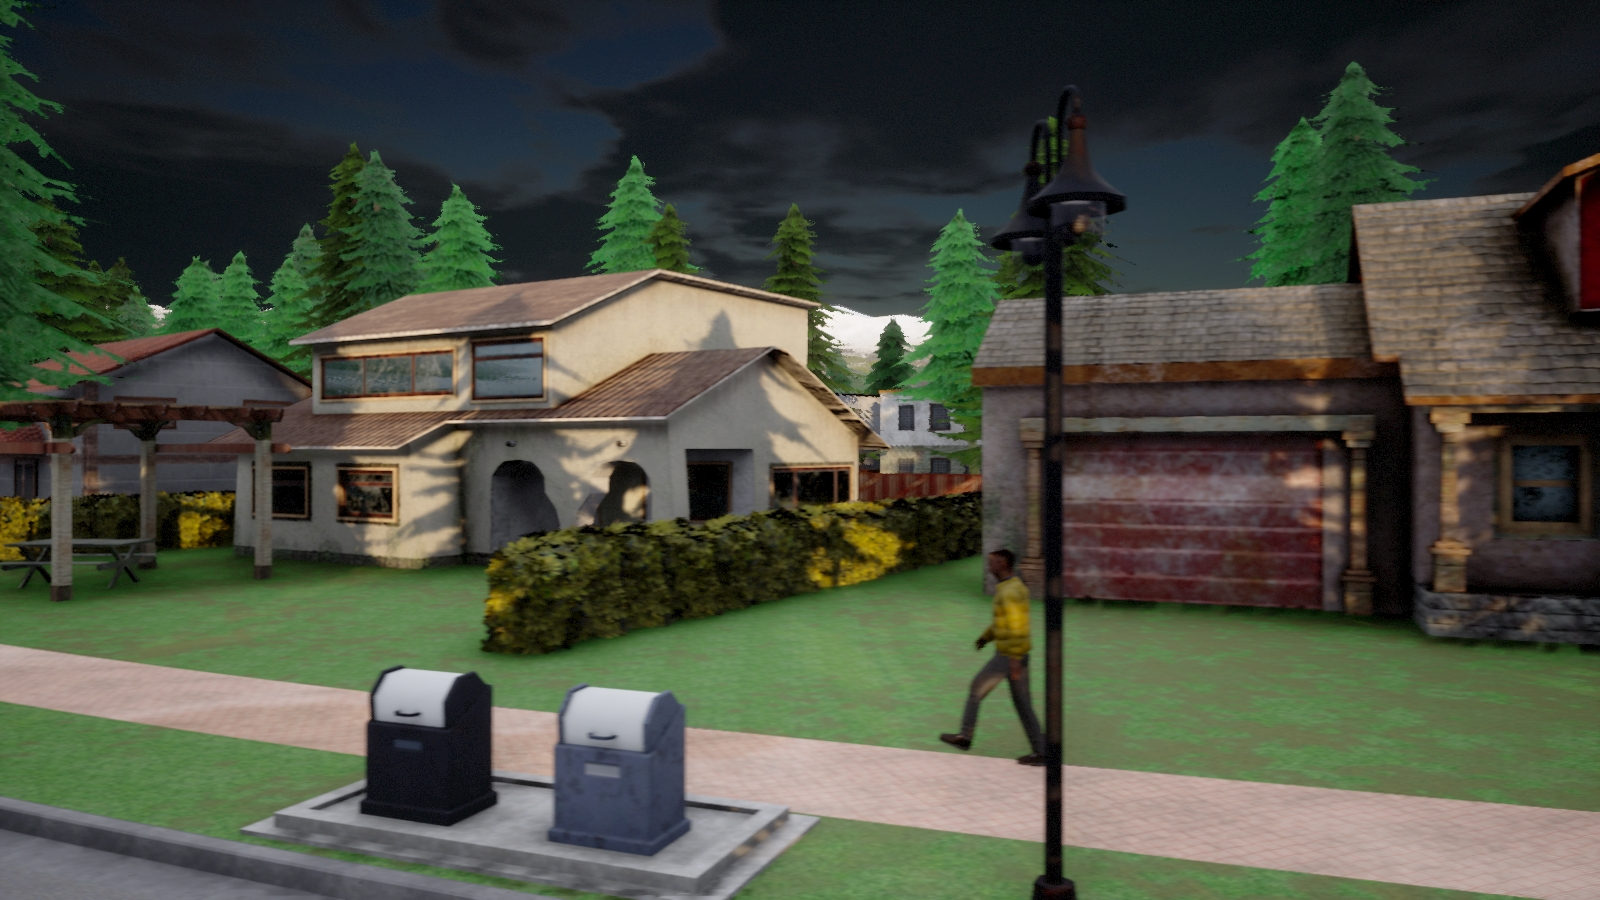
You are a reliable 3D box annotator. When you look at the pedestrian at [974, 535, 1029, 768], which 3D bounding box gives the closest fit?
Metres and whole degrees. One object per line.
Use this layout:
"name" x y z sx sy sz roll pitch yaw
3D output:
"pedestrian" 1.691 1.663 9.563 0.375 1.860 0.375 0 0 24
